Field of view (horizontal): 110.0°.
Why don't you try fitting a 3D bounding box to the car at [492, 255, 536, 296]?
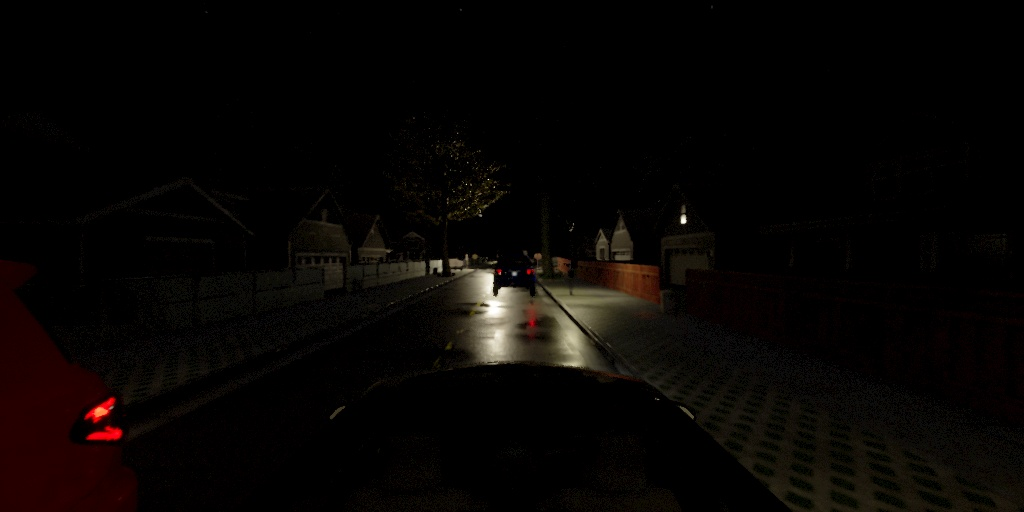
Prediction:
[{"bbox_3d":[0.107,0.959,19.623,2.150,2.045,5.566,0,0,0],"label":"car"}]
